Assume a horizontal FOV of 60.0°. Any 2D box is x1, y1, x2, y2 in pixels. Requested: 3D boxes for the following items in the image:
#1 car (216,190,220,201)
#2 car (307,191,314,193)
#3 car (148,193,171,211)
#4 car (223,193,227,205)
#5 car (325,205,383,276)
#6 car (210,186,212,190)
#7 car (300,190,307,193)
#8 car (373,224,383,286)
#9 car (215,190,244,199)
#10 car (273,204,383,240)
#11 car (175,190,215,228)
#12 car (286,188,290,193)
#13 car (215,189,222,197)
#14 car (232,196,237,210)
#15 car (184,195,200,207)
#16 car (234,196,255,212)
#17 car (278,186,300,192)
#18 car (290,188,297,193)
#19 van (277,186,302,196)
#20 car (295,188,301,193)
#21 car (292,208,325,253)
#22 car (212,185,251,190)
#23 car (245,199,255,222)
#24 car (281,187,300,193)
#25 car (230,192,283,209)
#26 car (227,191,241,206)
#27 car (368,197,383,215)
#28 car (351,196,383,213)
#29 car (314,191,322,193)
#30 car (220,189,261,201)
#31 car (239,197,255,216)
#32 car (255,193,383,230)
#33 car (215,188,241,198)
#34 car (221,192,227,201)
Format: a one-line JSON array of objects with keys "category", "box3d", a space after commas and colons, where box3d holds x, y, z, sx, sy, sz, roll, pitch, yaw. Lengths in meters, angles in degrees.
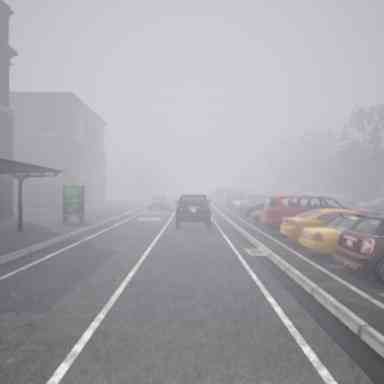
[{"category": "car", "box3d": [6.508, 0.817, 50.433, 4.792, 1.488, 2.163, 0, 2, 0]}, {"category": "car", "box3d": [19.598, 0.881, 47.752, 5.008, 1.535, 2.097, 0, 2, 0]}, {"category": "car", "box3d": [-3.404, 1.026, 35.736, 2.097, 1.767, 4.553, 0, 1, 0]}, {"category": "car", "box3d": [6.506, 1.171, 39.281, 4.792, 1.488, 2.163, 0, 1, 0]}, {"category": "car", "box3d": [6.280, 1.356, 8.768, 4.553, 1.767, 2.185, 0, 0, 0]}, {"category": "car", "box3d": [6.599, 0.000, 67.125, 4.792, 1.488, 2.163, 0, 3, 0]}, {"category": "car", "box3d": [19.589, 0.809, 50.542, 4.792, 1.488, 2.163, 0, 2, 0]}, {"category": "car", "box3d": [6.302, 1.496, 5.860, 4.892, 1.521, 2.231, 0, 0, 0]}, {"category": "car", "box3d": [6.577, 0.415, 58.786, 5.008, 1.535, 2.097, 0, 3, 0]}, {"category": "car", "box3d": [6.336, 1.457, 14.210, 5.008, 1.535, 2.097, 0, 0, 0]}, {"category": "car", "box3d": [0.070, 1.110, 21.384, 2.150, 2.045, 5.566, 0, 1, 0]}, {"category": "car", "box3d": [19.692, 0.441, 58.778, 4.792, 1.488, 2.163, 0, 3, 0]}, {"category": "car", "box3d": [6.546, 0.675, 53.208, 4.892, 1.521, 2.231, 0, 2, 0]}, {"category": "car", "box3d": [6.434, 1.356, 30.927, 4.674, 1.452, 2.002, 0, 1, 0]}, {"category": "car", "box3d": [0.011, 1.090, 42.078, 1.994, 1.385, 4.181, 0, 1, 0]}, {"category": "car", "box3d": [6.410, 1.357, 28.138, 5.008, 1.535, 2.097, 0, 1, 0]}, {"category": "car", "box3d": [19.696, 0.150, 64.467, 4.674, 1.452, 2.002, 0, 3, 0]}, {"category": "car", "box3d": [19.833, 0.542, 55.986, 5.366, 1.575, 1.946, 0, 3, 0]}, {"category": "van", "box3d": [19.581, -0.258, 67.123, 4.442, 1.987, 1.878, -1, 3, 0]}, {"category": "car", "box3d": [19.818, 0.667, 53.194, 5.366, 1.575, 1.946, 0, 3, 0]}, {"category": "car", "box3d": [6.511, 1.467, 11.425, 5.366, 1.575, 1.946, 0, 0, 0]}, {"category": "car", "box3d": [6.596, 0.298, 55.983, 5.566, 2.045, 2.435, 0, 3, 0]}, {"category": "car", "box3d": [6.357, 1.445, 22.562, 4.792, 1.488, 2.163, 0, 0, 0]}, {"category": "car", "box3d": [19.681, 0.301, 61.686, 4.674, 1.452, 2.002, 0, 3, 0]}, {"category": "car", "box3d": [6.478, 1.141, 33.711, 4.553, 1.767, 2.185, 0, 1, 0]}, {"category": "car", "box3d": [6.493, 1.083, 36.490, 4.553, 1.767, 2.185, 0, 1, 0]}, {"category": "car", "box3d": [19.518, 1.312, 31.025, 5.008, 1.535, 2.097, 0, 1, 0]}, {"category": "car", "box3d": [19.342, 1.259, 33.815, 5.366, 1.575, 1.946, 0, 1, 0]}, {"category": "car", "box3d": [19.583, 0.975, 44.963, 5.008, 1.535, 2.097, 0, 2, 0]}, {"category": "car", "box3d": [6.476, 0.856, 44.849, 4.553, 1.767, 2.185, 0, 2, 0]}, {"category": "car", "box3d": [6.396, 1.390, 25.348, 5.008, 1.535, 2.097, 0, 1, 0]}, {"category": "car", "box3d": [6.384, 1.193, 16.991, 5.566, 2.045, 2.435, 0, 0, 0]}, {"category": "car", "box3d": [6.629, 0.146, 61.554, 4.553, 1.767, 2.185, 0, 3, 0]}, {"category": "car", "box3d": [6.463, 1.095, 42.067, 4.792, 1.488, 2.163, 0, 2, 0]}]
